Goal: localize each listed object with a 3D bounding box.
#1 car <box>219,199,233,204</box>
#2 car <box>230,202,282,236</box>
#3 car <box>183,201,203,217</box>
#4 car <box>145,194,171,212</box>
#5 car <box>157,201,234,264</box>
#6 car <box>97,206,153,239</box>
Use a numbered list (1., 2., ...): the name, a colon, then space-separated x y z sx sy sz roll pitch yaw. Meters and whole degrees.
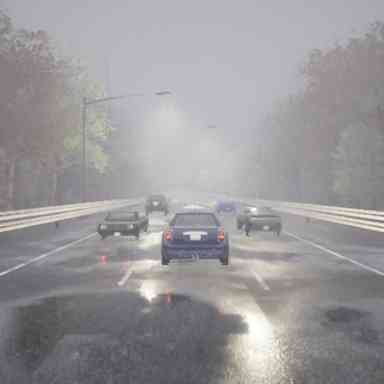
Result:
1. car: 3.592 1.520 36.193 1.882 1.535 5.008 0 0 0
2. car: 3.597 1.520 18.560 2.128 1.511 4.902 0 0 0
3. car: 0.093 1.642 33.161 1.895 1.301 4.718 0 0 0
4. car: -3.408 1.263 33.723 2.150 2.045 5.566 0 0 0
5. car: 0.098 1.372 12.011 2.097 1.767 4.553 0 0 0
6. car: -3.405 1.628 17.385 1.895 1.301 4.718 0 0 0
